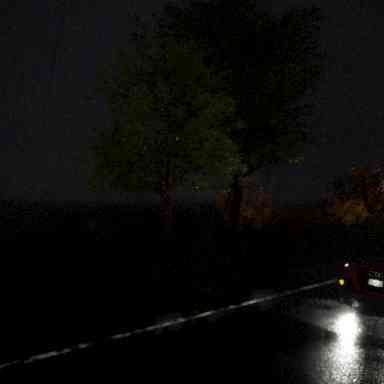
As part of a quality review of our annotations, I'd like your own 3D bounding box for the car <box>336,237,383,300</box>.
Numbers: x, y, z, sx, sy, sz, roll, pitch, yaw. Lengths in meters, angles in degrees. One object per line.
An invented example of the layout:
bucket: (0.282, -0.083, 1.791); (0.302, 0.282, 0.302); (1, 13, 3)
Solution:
car: (5.256, 1.635, 7.743); (4.181, 1.385, 1.994); (1, 0, -36)
